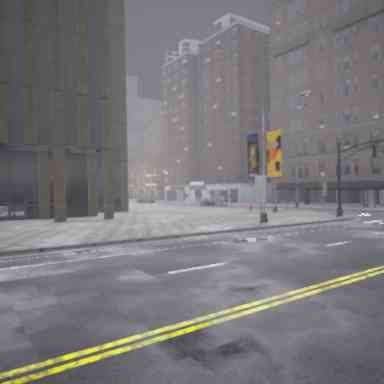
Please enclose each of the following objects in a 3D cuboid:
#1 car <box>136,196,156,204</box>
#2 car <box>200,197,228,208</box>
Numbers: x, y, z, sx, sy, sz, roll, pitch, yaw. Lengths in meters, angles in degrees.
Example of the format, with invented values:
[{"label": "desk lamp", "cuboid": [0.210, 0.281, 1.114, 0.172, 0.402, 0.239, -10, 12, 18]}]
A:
[{"label": "car", "cuboid": [-9.075, 1.582, 64.799, 2.033, 1.411, 5.357, -2, 1, -35]}, {"label": "car", "cuboid": [3.100, 1.450, 47.356, 2.128, 1.511, 4.902, -2, 1, -35]}]
